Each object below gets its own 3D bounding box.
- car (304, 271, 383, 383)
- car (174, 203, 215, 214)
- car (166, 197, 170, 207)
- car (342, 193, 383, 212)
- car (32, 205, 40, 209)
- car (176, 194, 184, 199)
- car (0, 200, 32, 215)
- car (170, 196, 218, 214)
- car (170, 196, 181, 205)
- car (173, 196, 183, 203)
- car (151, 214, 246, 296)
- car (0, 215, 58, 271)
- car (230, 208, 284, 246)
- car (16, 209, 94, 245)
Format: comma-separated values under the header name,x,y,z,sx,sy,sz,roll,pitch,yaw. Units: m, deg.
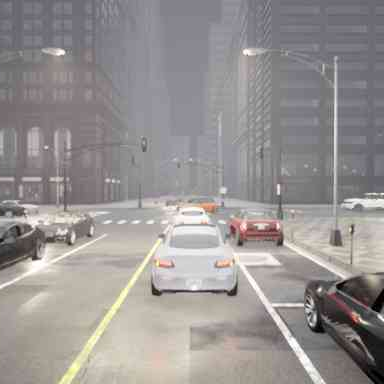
name,x,y,z,sx,sy,sz,roll,pitch,yaw
car,2.763,1.564,3.893,1.947,1.339,4.313,0,0,0
car,0.011,1.518,17.604,1.812,1.442,4.674,0,0,0
car,-3.017,1.519,51.456,1.812,1.442,4.674,0,0,0
car,19.616,1.149,36.774,5.566,2.045,2.150,0,0,0
car,-17.628,1.564,33.259,4.674,1.442,1.812,0,0,3
car,-3.065,1.194,87.227,1.994,1.385,4.181,0,0,0
car,-17.621,1.533,30.006,5.008,1.535,1.882,0,0,-1
car,0.474,1.350,32.423,4.553,1.767,2.097,0,0,-45
car,-3.037,1.503,61.821,1.837,1.490,4.892,0,0,0
car,-3.010,1.602,71.991,1.895,1.301,4.718,0,0,0
car,0.067,1.521,8.502,1.812,1.442,4.674,0,0,1
car,-5.759,1.561,9.530,1.947,1.339,4.313,0,0,0
car,2.768,1.433,15.165,1.967,1.590,4.097,0,0,0
car,-5.757,1.544,15.167,2.008,1.369,4.403,0,0,0
